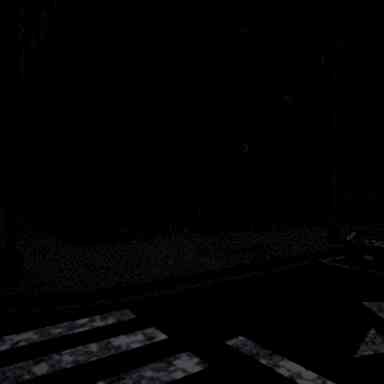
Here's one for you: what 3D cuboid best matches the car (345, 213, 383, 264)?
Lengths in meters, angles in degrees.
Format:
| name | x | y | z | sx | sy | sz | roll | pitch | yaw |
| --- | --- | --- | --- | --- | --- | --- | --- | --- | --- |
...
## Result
| name | x | y | z | sx | sy | sz | roll | pitch | yaw |
| --- | --- | --- | --- | --- | --- | --- | --- | --- | --- |
| car | 6.836 | 1.399 | 10.960 | 4.097 | 1.590 | 1.967 | 0 | 0 | -35 |
